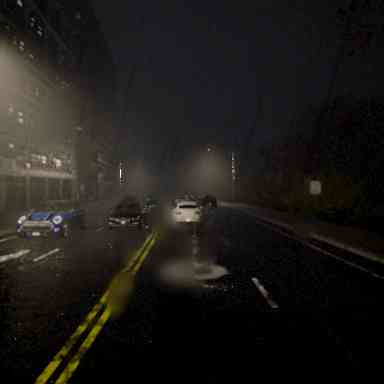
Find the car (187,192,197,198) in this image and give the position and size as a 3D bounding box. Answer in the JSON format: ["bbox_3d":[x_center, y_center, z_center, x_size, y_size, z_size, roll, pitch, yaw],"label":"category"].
[{"bbox_3d":[0.588,1.079,60.232,1.895,1.301,4.718,0,1,-5],"label":"car"}]

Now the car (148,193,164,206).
[{"bbox_3d":[-4.782,0.976,44.314,2.097,1.767,4.553,0,1,-3],"label":"car"}]

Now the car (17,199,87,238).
[{"bbox_3d":[-6.863,1.216,16.753,2.097,1.767,4.553,0,0,-2],"label":"car"}]

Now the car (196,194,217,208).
[{"bbox_3d":[1.975,1.150,41.604,1.837,1.490,4.892,0,1,-3],"label":"car"}]

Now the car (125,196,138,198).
[{"bbox_3d":[-8.008,1.180,43.825,2.033,1.411,5.357,0,0,-3],"label":"car"}]

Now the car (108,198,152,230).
[{"bbox_3d":[-3.700,1.341,19.907,1.837,1.490,4.892,0,0,-2],"label":"car"}]

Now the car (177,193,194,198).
[{"bbox_3d":[-1.104,1.194,39.033,1.812,1.442,4.674,0,0,-3],"label":"car"}]

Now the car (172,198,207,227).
[{"bbox_3d":[-0.292,1.348,21.191,1.812,1.442,4.674,0,0,-2],"label":"car"}]
